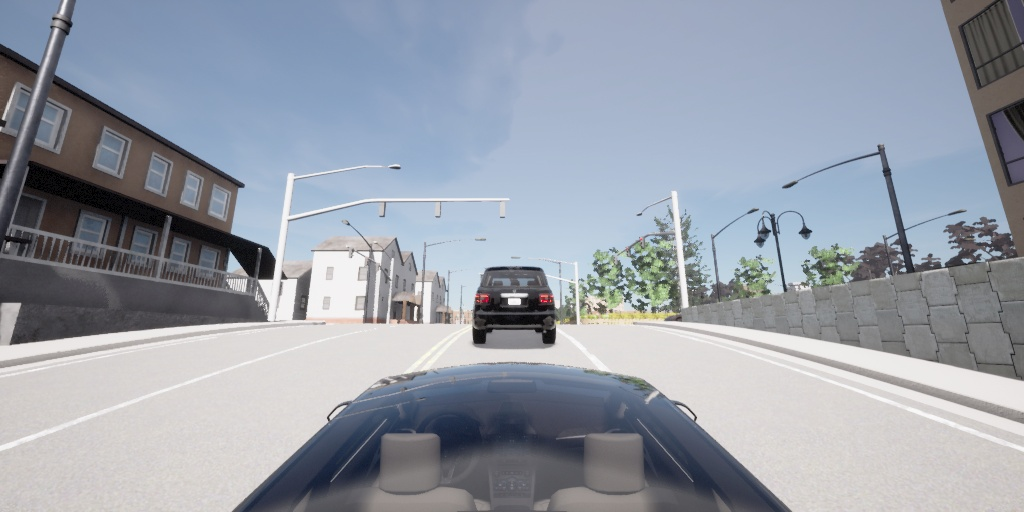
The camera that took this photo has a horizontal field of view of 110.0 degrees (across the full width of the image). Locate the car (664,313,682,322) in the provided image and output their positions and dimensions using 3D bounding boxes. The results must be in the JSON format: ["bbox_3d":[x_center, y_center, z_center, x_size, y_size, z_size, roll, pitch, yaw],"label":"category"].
[{"bbox_3d":[15.859,5.445,31.690,4.553,1.767,2.097,0,-12,1],"label":"car"}]

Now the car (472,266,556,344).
[{"bbox_3d":[0.061,1.499,11.142,2.150,2.045,5.566,0,-7,0],"label":"car"}]
